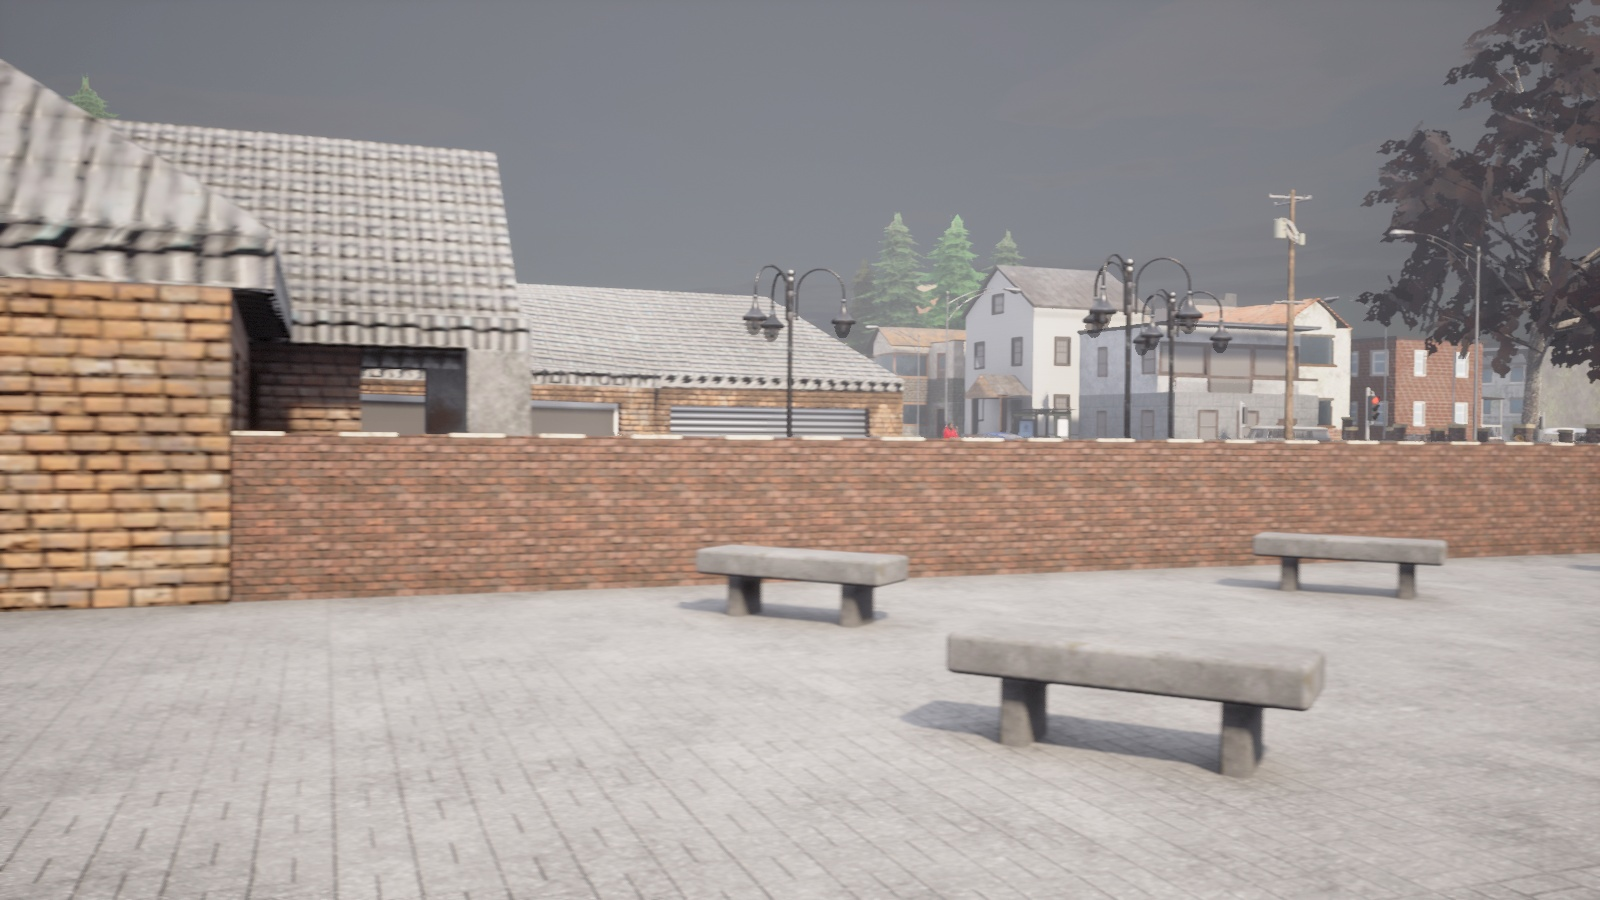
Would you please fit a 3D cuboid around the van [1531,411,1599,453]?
[{"bbox_3d":[39.099,-0.923,62.819,4.480,2.038,2.069,-1,1,-23],"label":"van"}]

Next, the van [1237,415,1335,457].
[{"bbox_3d":[23.732,-0.703,61.312,4.442,1.987,1.775,-1,1,-21],"label":"van"}]

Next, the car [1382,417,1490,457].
[{"bbox_3d":[30.064,-0.634,59.352,4.553,1.767,2.097,-1,1,-24],"label":"car"}]

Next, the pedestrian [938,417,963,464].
[{"bbox_3d":[6.030,-0.385,50.337,0.634,1.844,0.899,-1,1,-21],"label":"pedestrian"}]

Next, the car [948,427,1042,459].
[{"bbox_3d":[9.750,-0.358,63.223,1.882,1.535,5.008,-1,1,-31],"label":"car"}]
